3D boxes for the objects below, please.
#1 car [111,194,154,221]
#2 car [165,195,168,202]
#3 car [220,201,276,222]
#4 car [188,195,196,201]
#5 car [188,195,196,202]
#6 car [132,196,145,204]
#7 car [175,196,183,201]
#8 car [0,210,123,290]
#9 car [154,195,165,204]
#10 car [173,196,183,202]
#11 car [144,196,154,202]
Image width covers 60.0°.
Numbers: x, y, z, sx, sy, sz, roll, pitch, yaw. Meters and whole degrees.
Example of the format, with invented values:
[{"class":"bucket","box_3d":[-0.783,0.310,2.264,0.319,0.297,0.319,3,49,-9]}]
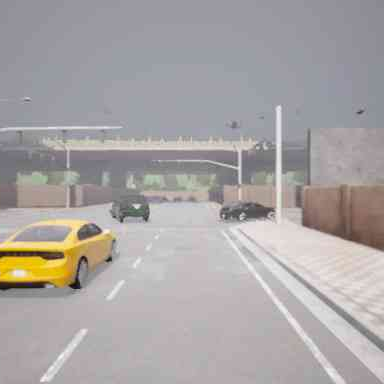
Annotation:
[{"class":"car","box_3d":[-5.049,1.212,26.671,2.150,2.045,5.566,1,0,-23]},{"class":"car","box_3d":[-7.012,1.522,81.380,1.882,1.535,5.008,0,0,0]},{"class":"car","box_3d":[4.515,1.482,26.126,4.892,1.490,1.837,-1,-2,-29]},{"class":"car","box_3d":[-0.013,1.579,90.214,2.128,1.511,4.902,0,0,0]},{"class":"car","box_3d":[-0.012,1.640,79.888,1.895,1.301,4.718,0,0,0]},{"class":"car","box_3d":[-10.516,1.598,65.775,1.994,1.385,4.181,0,0,0]},{"class":"car","box_3d":[-3.513,1.649,90.244,1.895,1.301,4.718,0,0,0]},{"class":"car","box_3d":[-3.459,1.483,9.158,1.882,1.535,5.008,0,0,0]},{"class":"car","box_3d":[-7.020,1.393,65.888,2.097,1.767,4.553,0,0,0]},{"class":"car","box_3d":[-3.512,1.640,80.251,1.895,1.301,4.718,0,0,0]},{"class":"car","box_3d":[-10.512,1.597,81.304,1.994,1.385,4.181,0,0,0]}]
